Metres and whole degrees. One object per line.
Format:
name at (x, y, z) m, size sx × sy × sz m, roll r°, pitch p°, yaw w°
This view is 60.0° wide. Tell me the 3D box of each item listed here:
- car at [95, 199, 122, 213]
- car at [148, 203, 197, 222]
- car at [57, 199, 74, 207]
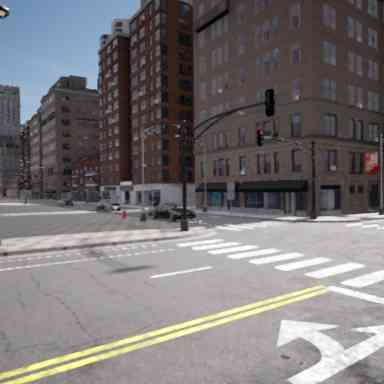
car at (-10.012, 1.640, 39.672) m, size 2.128 × 1.511 × 4.902 m, roll -1°, pitch 1°, yaw -35°
car at (-1.794, 1.649, 28.000) m, size 2.033 × 1.411 × 5.357 m, roll -1°, pitch 0°, yaw -35°
car at (-21.389, 1.796, 55.991) m, size 1.994 × 1.385 × 4.181 m, roll -1°, pitch 0°, yaw -35°
